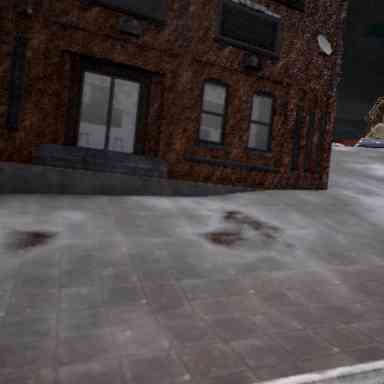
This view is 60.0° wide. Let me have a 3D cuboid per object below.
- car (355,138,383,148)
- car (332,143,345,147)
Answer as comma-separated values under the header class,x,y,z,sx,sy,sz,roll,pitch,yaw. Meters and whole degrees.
class,x,y,z,sx,sy,sz,roll,pitch,yaw
car,18.805,-4.555,33.338,4.553,1.767,2.185,6,1,19
car,13.623,-4.904,35.134,4.674,1.452,2.002,6,1,19
